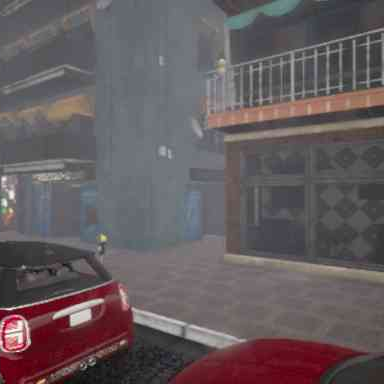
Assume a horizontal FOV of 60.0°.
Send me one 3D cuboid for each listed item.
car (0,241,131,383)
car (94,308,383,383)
[{"bbox_3d":[-2.841,1.447,4.900,4.097,1.590,1.967,0,0,35],"label":"car"},{"bbox_3d":[1.767,1.544,1.614,4.507,1.381,1.887,0,0,35],"label":"car"}]
